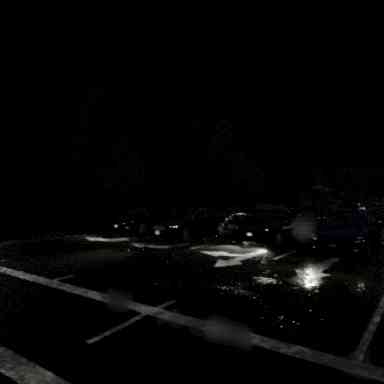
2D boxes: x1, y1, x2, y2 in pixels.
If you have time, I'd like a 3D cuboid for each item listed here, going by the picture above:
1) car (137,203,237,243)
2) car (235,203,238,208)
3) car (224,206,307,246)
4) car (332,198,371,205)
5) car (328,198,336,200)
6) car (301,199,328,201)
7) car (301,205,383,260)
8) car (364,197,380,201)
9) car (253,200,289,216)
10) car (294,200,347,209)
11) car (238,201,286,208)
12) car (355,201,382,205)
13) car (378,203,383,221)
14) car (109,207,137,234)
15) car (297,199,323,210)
[{"bbox_3d":[-0.068,1.491,16.350,2.128,1.511,4.902,0,0,36],"label":"car"},{"bbox_3d":[2.771,1.563,26.159,1.994,1.385,4.181,0,0,36],"label":"car"},{"bbox_3d":[3.523,1.563,15.334,1.994,1.385,4.181,0,0,36],"label":"car"},{"bbox_3d":[14.543,1.547,30.388,2.033,1.411,5.357,0,0,36],"label":"car"},{"bbox_3d":[16.535,1.477,39.006,1.882,1.535,5.008,0,0,36],"label":"car"},{"bbox_3d":[10.920,1.477,31.360,1.882,1.535,5.008,0,0,36],"label":"car"},{"bbox_3d":[6.043,1.477,12.844,1.882,1.535,5.008,0,0,36],"label":"car"},{"bbox_3d":[20.737,1.351,38.798,2.097,1.767,4.553,0,0,37],"label":"car"},{"bbox_3d":[7.943,1.562,33.225,1.994,1.385,4.181,0,0,36],"label":"car"},{"bbox_3d":[8.786,1.504,22.525,1.837,1.490,4.892,0,0,36],"label":"car"},{"bbox_3d":[5.410,1.525,23.815,1.812,1.442,4.674,0,0,36],"label":"car"},{"bbox_3d":[11.568,1.525,20.372,1.812,1.442,4.674,0,0,36],"label":"car"},{"bbox_3d":[16.935,1.600,27.731,1.895,1.301,4.718,0,0,36],"label":"car"},{"bbox_3d":[-2.469,1.504,18.995,1.837,1.490,4.892,0,0,36],"label":"car"},{"bbox_3d":[15.395,1.599,43.350,1.895,1.301,4.718,0,0,37],"label":"car"}]
